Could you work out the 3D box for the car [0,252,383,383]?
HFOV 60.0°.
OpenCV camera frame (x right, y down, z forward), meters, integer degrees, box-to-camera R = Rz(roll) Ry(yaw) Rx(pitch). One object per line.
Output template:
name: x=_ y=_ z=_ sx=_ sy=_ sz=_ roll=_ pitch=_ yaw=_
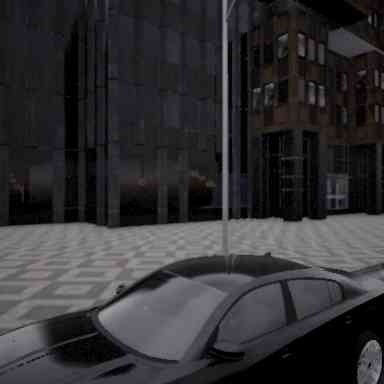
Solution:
car: x=0.259 y=1.500 z=3.591 sx=5.008 sy=1.535 sz=1.882 roll=0 pitch=0 yaw=-36
